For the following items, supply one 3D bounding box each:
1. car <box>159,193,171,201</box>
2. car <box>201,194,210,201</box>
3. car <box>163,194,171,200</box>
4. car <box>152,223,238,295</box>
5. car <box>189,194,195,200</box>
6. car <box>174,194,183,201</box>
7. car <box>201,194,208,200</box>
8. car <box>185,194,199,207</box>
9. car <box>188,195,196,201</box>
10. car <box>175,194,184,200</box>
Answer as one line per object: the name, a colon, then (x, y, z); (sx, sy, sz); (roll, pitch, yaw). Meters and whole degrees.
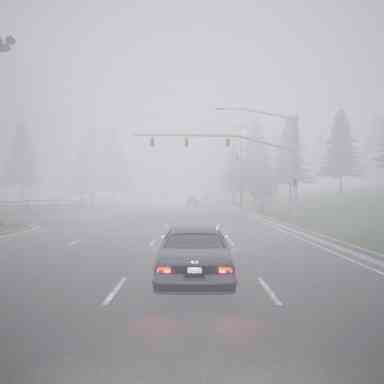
car: (-6.998, 1.217, 83.601); (2.150, 2.045, 5.566); (0, 0, 0)
car: (3.502, 1.492, 83.570); (1.837, 1.490, 4.892); (0, 0, 0)
car: (-6.998, 1.385, 93.991); (1.994, 1.385, 4.181); (0, 0, 0)
car: (0.067, 1.547, 8.888); (2.033, 1.411, 5.357); (0, 0, 0)
car: (0.002, 1.310, 93.990); (1.882, 1.535, 5.008); (0, 0, 0)
car: (-3.498, 1.516, 83.987); (1.812, 1.442, 4.674); (0, 0, 0)
car: (3.502, 1.310, 93.990); (1.882, 1.535, 5.008); (0, 0, 0)
car: (-0.001, 1.352, 52.927); (2.097, 1.767, 4.553); (0, 0, 0)
car: (0.002, 1.531, 83.570); (2.033, 1.411, 5.357); (0, 0, 0)
car: (-3.498, 1.357, 93.990); (2.128, 1.511, 4.902); (0, 0, 0)
